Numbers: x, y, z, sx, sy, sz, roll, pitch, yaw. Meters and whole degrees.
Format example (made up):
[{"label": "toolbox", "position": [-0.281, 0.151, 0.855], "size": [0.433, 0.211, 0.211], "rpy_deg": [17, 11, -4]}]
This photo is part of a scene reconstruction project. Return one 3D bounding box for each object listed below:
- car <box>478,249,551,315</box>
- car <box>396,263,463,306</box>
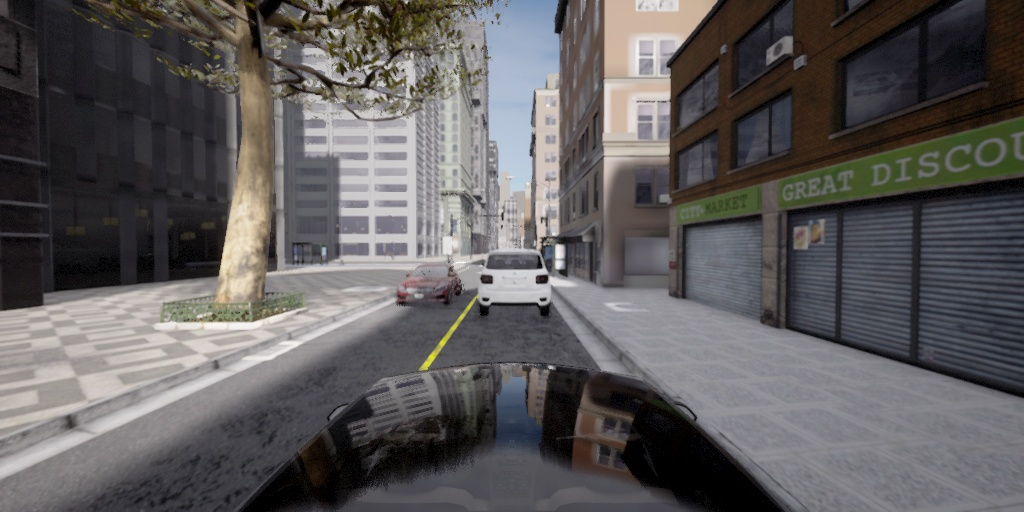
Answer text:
[{"label": "car", "position": [0.090, 0.757, 12.567], "size": [2.150, 2.045, 5.566], "rpy_deg": [0, 1, 0]}, {"label": "car", "position": [-3.095, 1.026, 14.274], "size": [1.812, 1.442, 4.674], "rpy_deg": [0, 1, 0]}]
